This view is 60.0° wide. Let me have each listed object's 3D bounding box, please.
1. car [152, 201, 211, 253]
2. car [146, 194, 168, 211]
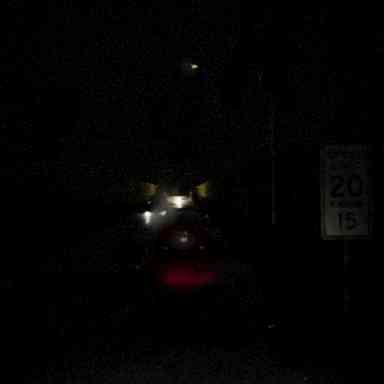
[{"bbox_3d":[-0.321,1.357,13.175,1.882,1.535,5.008,-1,1,-1],"label":"car"},{"bbox_3d":[-3.659,1.066,35.522,2.097,1.767,4.553,-1,1,-2],"label":"car"}]
